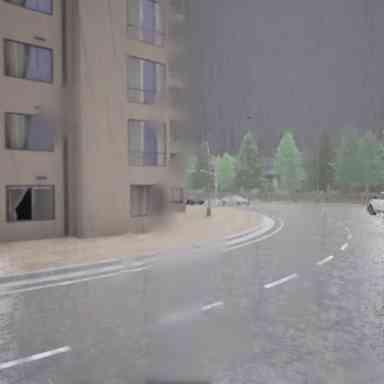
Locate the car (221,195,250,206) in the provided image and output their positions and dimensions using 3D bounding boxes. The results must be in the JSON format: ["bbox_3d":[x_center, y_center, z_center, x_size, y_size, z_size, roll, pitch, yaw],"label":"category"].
[{"bbox_3d":[5.898,1.162,45.374,1.812,1.442,4.674,-1,0,-34],"label":"car"}]

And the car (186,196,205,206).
[{"bbox_3d":[-0.263,1.224,48.248,2.033,1.411,5.357,-1,0,-35],"label":"car"}]

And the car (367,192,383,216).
[{"bbox_3d":[15.154,0.908,24.770,2.150,2.045,5.566,0,0,6],"label":"car"}]
